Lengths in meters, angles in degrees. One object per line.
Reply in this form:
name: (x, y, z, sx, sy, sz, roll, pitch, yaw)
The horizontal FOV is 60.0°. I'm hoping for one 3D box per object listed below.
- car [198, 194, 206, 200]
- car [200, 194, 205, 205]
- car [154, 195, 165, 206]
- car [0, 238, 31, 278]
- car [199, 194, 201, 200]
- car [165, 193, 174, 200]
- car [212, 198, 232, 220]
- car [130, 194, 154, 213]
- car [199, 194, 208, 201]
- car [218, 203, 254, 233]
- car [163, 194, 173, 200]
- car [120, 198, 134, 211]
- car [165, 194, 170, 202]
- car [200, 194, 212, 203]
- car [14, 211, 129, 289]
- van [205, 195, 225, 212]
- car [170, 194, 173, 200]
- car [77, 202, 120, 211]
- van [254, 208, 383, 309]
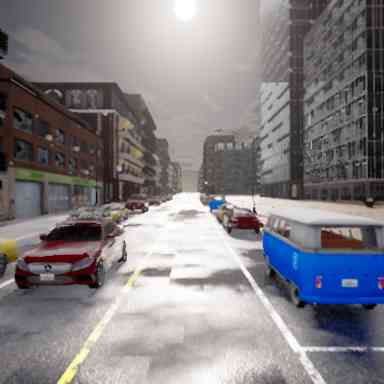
car: (2.585, 1.245, 85.509, 2.008, 1.369, 4.403, 1, 0, 0)
car: (2.631, 1.334, 52.260, 1.752, 1.417, 4.829, 1, 0, 0)
car: (-5.749, 1.359, 52.080, 1.887, 1.381, 4.507, 1, 0, 0)
car: (-5.687, 1.501, 7.353, 1.752, 1.417, 4.829, 1, 0, 0)
car: (2.623, 1.334, 57.660, 1.887, 1.381, 4.507, 1, 0, 0)
car: (-5.793, 1.140, 85.498, 1.967, 1.590, 4.097, 1, 0, 0)
car: (2.670, 1.433, 24.412, 1.752, 1.417, 4.829, 1, 0, 0)
car: (-5.723, 1.188, 35.370, 2.192, 1.841, 5.009, 1, 0, 0)
car: (2.601, 1.277, 74.370, 1.887, 1.381, 4.507, 1, 0, 0)
car: (2.677, 1.510, 18.672, 1.802, 1.307, 4.206, 1, 0, 0)
car: (-5.787, 1.284, 79.929, 1.947, 1.339, 4.313, 1, 0, 0)
car: (-5.710, 1.439, 24.062, 1.752, 1.417, 4.829, 1, 0, 0)
car: (-5.765, 1.357, 63.220, 1.802, 1.307, 4.206, 1, 0, 0)
car: (2.618, 1.211, 63.230, 1.967, 1.590, 4.097, 1, 0, 0)
car: (-3.011, 1.493, 9.242, 1.812, 1.442, 4.674, 0, 0, 0)
van: (2.657, 1.209, 35.382, 1.690, 1.788, 3.998, 1, 0, 0)
car: (-5.779, 1.282, 74.359, 1.887, 1.381, 4.507, 1, 0, 0)
car: (-5.703, 1.484, 18.661, 2.008, 1.369, 4.403, 1, 0, 0)
van: (2.696, 1.311, 7.533, 1.690, 1.788, 3.998, 1, 0, 0)
